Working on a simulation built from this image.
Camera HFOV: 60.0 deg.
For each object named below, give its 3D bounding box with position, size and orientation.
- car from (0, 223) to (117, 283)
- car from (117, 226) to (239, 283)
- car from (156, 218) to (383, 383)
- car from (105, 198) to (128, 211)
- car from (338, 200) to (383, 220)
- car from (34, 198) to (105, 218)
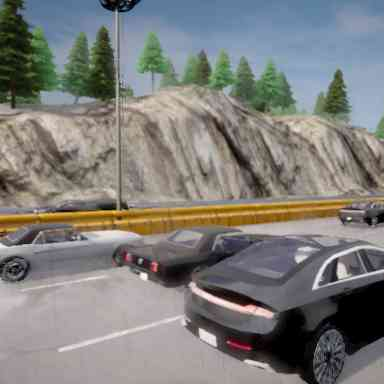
[{"bbox_3d":[-3.747,1.571,9.657,4.718,1.301,1.895,-1,0,-36],"label":"car"},{"bbox_3d":[0.748,1.536,8.566,4.718,1.301,1.895,-1,0,-35],"label":"car"},{"bbox_3d":[2.145,1.436,5.257,4.902,1.511,2.128,-1,0,-36],"label":"car"},{"bbox_3d":[-8.653,1.339,32.125,5.008,1.535,1.882,-1,0,-35],"label":"car"},{"bbox_3d":[10.758,1.255,19.996,4.902,1.511,2.128,-1,0,-35],"label":"car"},{"bbox_3d":[-10.037,1.403,26.883,4.902,1.511,2.128,-1,0,-35],"label":"car"}]
